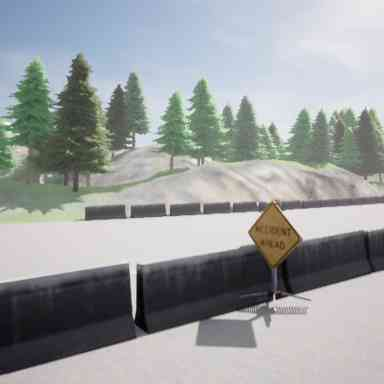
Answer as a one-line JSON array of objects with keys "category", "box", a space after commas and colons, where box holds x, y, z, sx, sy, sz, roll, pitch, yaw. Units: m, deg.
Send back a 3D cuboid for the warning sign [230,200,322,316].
[{"category": "warning sign", "box": [1.552, 1.103, 6.270, 1.060, 1.860, 1.300, 0, 0, -35]}]
